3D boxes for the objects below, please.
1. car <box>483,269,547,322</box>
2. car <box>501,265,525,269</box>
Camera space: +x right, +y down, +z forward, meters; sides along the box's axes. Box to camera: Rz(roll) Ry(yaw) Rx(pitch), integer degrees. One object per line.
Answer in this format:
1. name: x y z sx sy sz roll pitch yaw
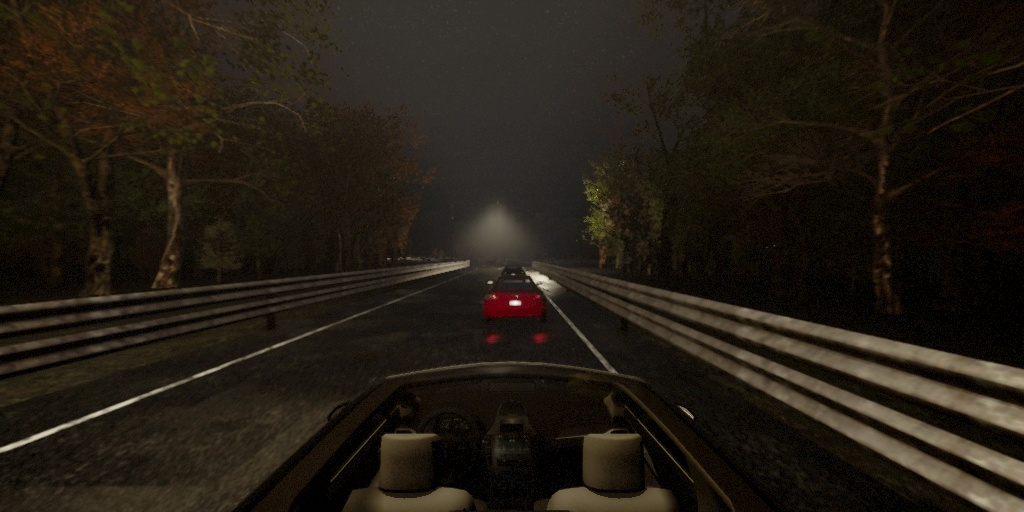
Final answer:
1. car: 0.098 1.334 12.399 1.994 1.385 4.181 0 0 0
2. car: 0.098 1.359 28.614 1.994 1.385 4.181 0 0 0
